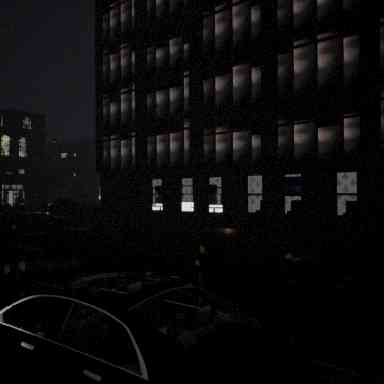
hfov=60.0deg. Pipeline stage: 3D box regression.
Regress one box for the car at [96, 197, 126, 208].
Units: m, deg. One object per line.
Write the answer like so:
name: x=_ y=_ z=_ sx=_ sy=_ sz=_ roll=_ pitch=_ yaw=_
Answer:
car: x=-12.416 y=1.643 z=51.193 sx=1.967 sy=1.590 sz=4.097 roll=-1 pitch=-1 yaw=36

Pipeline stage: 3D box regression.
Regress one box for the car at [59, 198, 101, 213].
car: x=-12.197 y=1.683 z=37.287 sx=1.802 sy=1.307 sz=4.206 roll=-1 pitch=-1 yaw=36

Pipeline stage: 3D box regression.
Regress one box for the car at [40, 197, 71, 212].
car: x=-16.394 y=1.489 z=41.408 sx=2.097 sy=1.767 sz=4.553 roll=0 pitch=-1 yaw=37

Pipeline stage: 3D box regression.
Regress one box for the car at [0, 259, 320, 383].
car: x=-0.978 y=1.551 z=3.574 sx=4.403 sy=1.369 sz=2.008 roll=0 pitch=0 yaw=35
